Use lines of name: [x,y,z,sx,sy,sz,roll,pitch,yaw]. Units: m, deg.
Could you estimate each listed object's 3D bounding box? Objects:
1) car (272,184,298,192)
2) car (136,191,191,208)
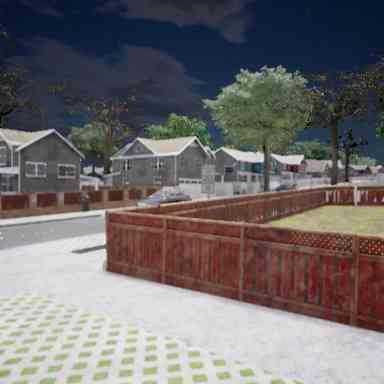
car: [12.459,-0.337,44.166,2.033,1.411,5.357,1,3,36]
car: [-2.002,0.686,24.348,2.128,1.511,4.902,1,3,36]
